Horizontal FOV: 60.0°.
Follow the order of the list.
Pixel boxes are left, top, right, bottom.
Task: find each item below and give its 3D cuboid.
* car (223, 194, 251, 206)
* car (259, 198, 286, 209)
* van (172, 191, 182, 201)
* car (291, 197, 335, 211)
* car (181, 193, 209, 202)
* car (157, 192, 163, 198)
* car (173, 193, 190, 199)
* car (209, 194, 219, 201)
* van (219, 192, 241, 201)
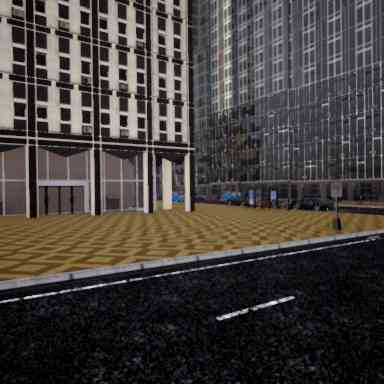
[{"bbox_3d":[6.640,1.295,46.109,1.947,1.339,4.313,-1,1,-34],"label":"car"},{"bbox_3d":[9.789,1.363,41.378,1.802,1.307,4.206,-1,1,-34],"label":"car"},{"bbox_3d":[-2.908,0.912,60.231,1.690,1.788,3.998,-1,1,-34],"label":"van"},{"bbox_3d":[12.973,1.399,36.668,1.947,1.339,4.313,-1,1,-34],"label":"car"},{"bbox_3d":[0.481,1.148,59.940,1.895,1.301,4.718,-1,1,-34],"label":"car"},{"bbox_3d":[-5.573,0.584,79.041,2.192,1.841,5.009,-1,1,-34],"label":"car"},{"bbox_3d":[-2.375,0.905,74.345,1.802,1.307,4.206,-1,1,-34],"label":"car"},{"bbox_3d":[4.021,1.012,64.947,1.802,1.307,4.206,-1,1,-34],"label":"car"},{"bbox_3d":[7.217,0.824,60.245,1.690,1.788,3.998,-1,1,-34],"label":"van"}]
